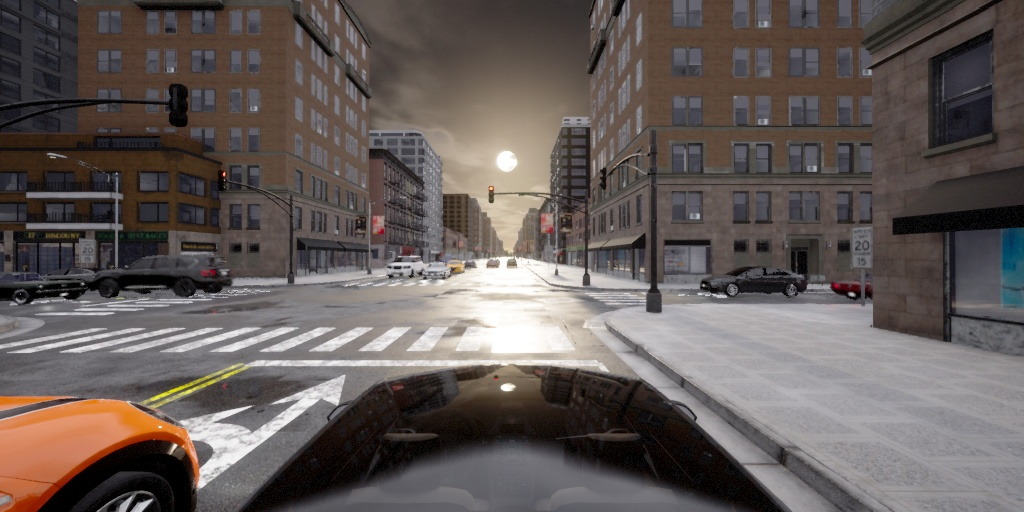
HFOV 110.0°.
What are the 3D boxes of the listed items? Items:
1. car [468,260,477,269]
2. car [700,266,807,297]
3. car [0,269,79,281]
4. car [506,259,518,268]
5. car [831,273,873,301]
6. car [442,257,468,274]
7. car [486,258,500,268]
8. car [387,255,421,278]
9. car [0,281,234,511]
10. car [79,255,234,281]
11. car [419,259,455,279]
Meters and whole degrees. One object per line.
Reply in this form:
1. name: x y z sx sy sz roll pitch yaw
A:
1. car: -6.690 1.307 56.447 1.994 1.385 4.181 0 0 0
2. car: 12.423 1.295 18.634 4.892 1.490 1.837 0 0 1
3. car: -21.517 1.345 15.456 4.718 1.301 1.895 0 0 0
4. car: -0.024 1.248 63.081 1.837 1.490 4.892 0 0 0
5. car: 17.056 1.388 15.676 4.718 1.301 1.895 0 0 0
6. car: -6.679 1.227 41.541 1.882 1.535 5.008 0 0 0
7. car: -3.373 1.307 61.942 1.994 1.385 4.181 0 0 0
8. car: -9.917 0.969 33.729 2.150 2.045 5.566 0 0 0
9. car: -3.237 1.102 0.595 2.097 1.767 4.553 0 0 0
10. car: -17.279 0.977 17.961 5.566 2.045 2.150 0 1 -6
11. car: -6.662 1.276 32.272 1.812 1.442 4.674 0 0 0
